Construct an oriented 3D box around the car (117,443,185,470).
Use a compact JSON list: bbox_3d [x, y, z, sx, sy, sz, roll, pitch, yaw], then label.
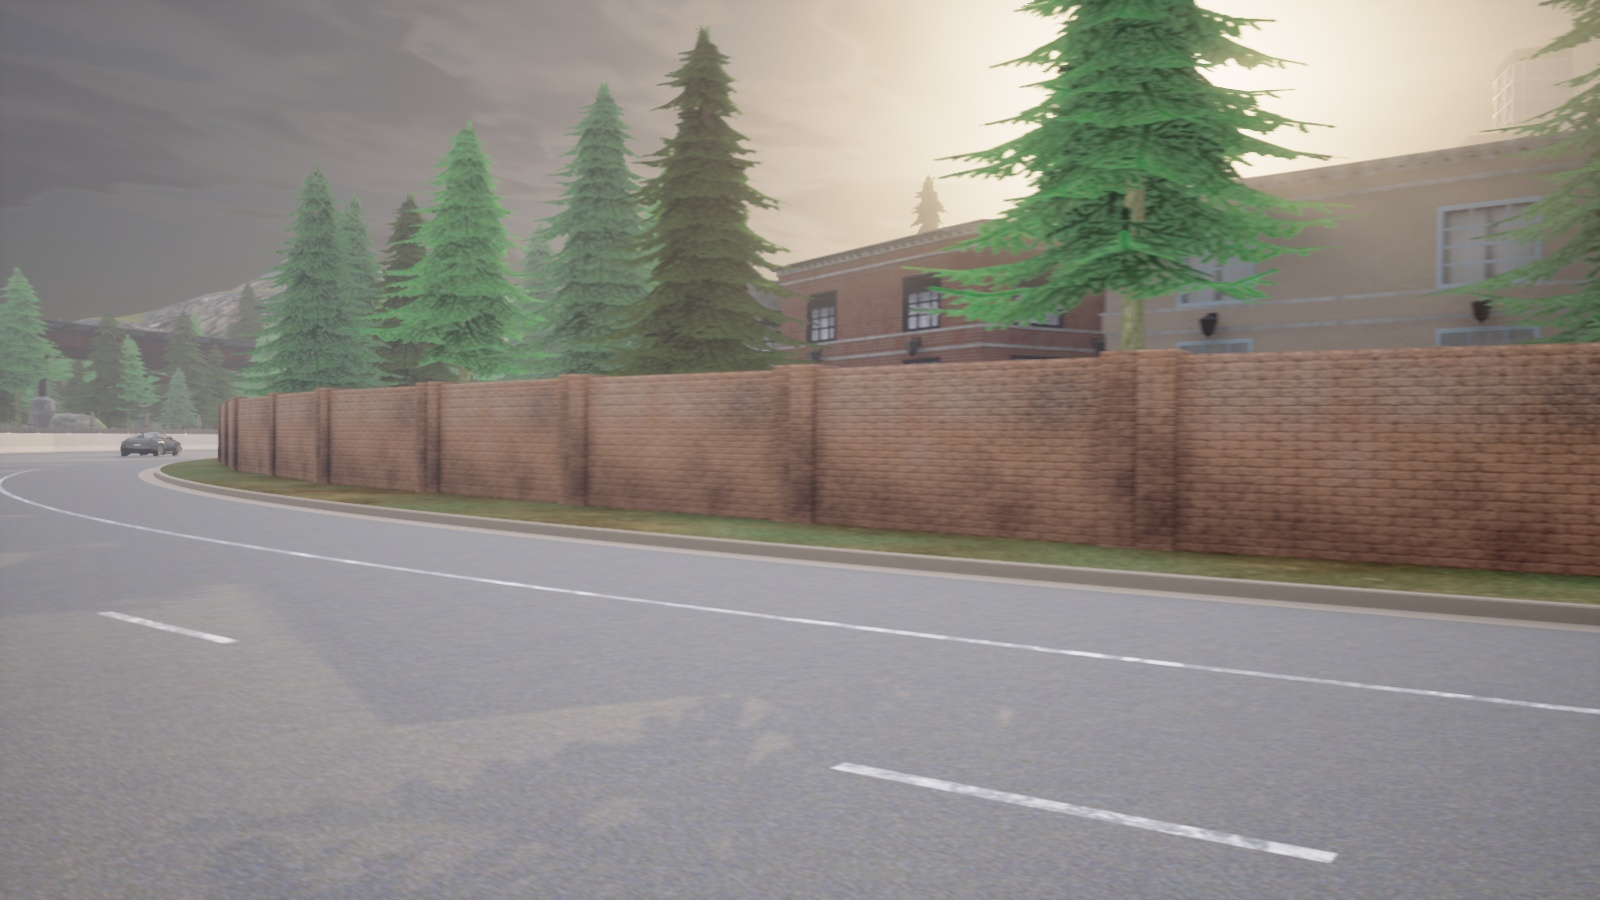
[{"bbox_3d":[-35.661,0.326,69.086,1.994,1.385,4.181,-1,1,-7],"label":"car"}]
